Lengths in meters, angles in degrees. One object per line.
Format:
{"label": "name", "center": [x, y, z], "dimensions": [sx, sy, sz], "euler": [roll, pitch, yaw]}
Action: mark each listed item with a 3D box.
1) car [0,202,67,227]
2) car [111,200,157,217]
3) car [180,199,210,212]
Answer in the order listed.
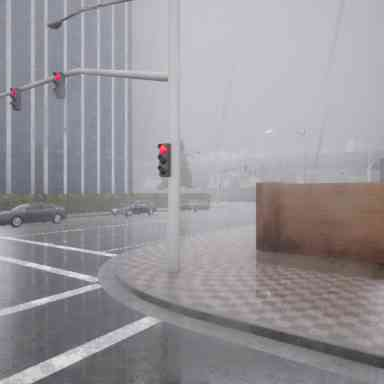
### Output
{"label": "car", "center": [-11.062, 1.505, 22.959], "dimensions": [1.837, 1.490, 4.892], "euler": [0, 0, 35]}
{"label": "car", "center": [-5.357, 1.491, 30.992], "dimensions": [2.128, 1.511, 4.902], "euler": [0, 0, 35]}
{"label": "car", "center": [0.415, 1.564, 39.099], "dimensions": [1.994, 1.385, 4.181], "euler": [0, 0, 35]}
